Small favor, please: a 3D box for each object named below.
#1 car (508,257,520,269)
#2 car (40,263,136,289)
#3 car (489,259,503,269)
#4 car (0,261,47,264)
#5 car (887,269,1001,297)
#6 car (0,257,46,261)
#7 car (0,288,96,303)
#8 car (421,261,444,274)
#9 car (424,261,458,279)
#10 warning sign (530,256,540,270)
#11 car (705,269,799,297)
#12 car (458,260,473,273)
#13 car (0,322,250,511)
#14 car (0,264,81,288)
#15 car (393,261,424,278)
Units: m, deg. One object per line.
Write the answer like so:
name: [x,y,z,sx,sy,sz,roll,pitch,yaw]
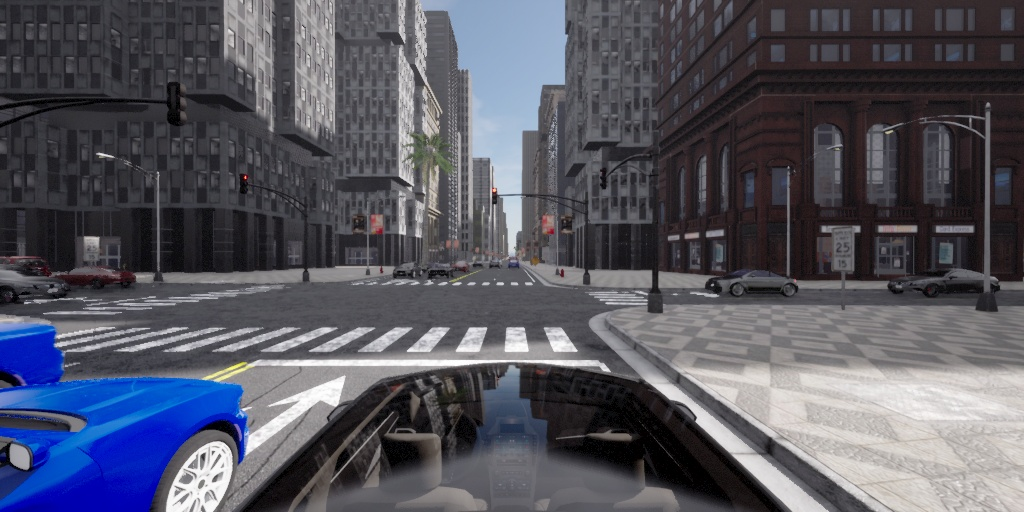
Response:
car: [0.332,1.409,62.147,1.882,1.535,5.008,0,0,1]
car: [-24.976,1.232,21.354,4.207,1.307,1.802,0,0,-1]
car: [-2.963,1.439,62.469,1.837,1.490,4.892,0,0,0]
car: [-27.542,1.161,18.715,4.892,1.490,1.837,0,0,0]
car: [22.930,1.389,19.088,4.674,1.442,1.812,0,0,0]
car: [-30.615,0.946,21.294,5.009,1.841,2.192,0,0,-1]
car: [-6.600,1.227,2.341,1.882,1.535,5.008,0,0,0]
car: [-9.652,1.374,43.830,1.994,1.385,4.181,0,0,0]
car: [-6.453,1.371,33.025,1.895,1.301,4.718,0,0,-2]
warning sign: [3.065,0.941,47.306,1.300,1.860,1.060,0,0,0]
car: [12.700,1.381,19.147,4.181,1.385,1.994,0,0,0]
car: [-6.397,1.290,44.306,1.882,1.535,5.008,0,0,0]
car: [-3.156,1.228,0.979,1.882,1.535,5.008,0,0,0]
car: [-22.285,1.216,15.613,4.674,1.442,1.812,0,0,1]
car: [-9.732,1.277,33.647,1.837,1.490,4.892,0,0,-2]
